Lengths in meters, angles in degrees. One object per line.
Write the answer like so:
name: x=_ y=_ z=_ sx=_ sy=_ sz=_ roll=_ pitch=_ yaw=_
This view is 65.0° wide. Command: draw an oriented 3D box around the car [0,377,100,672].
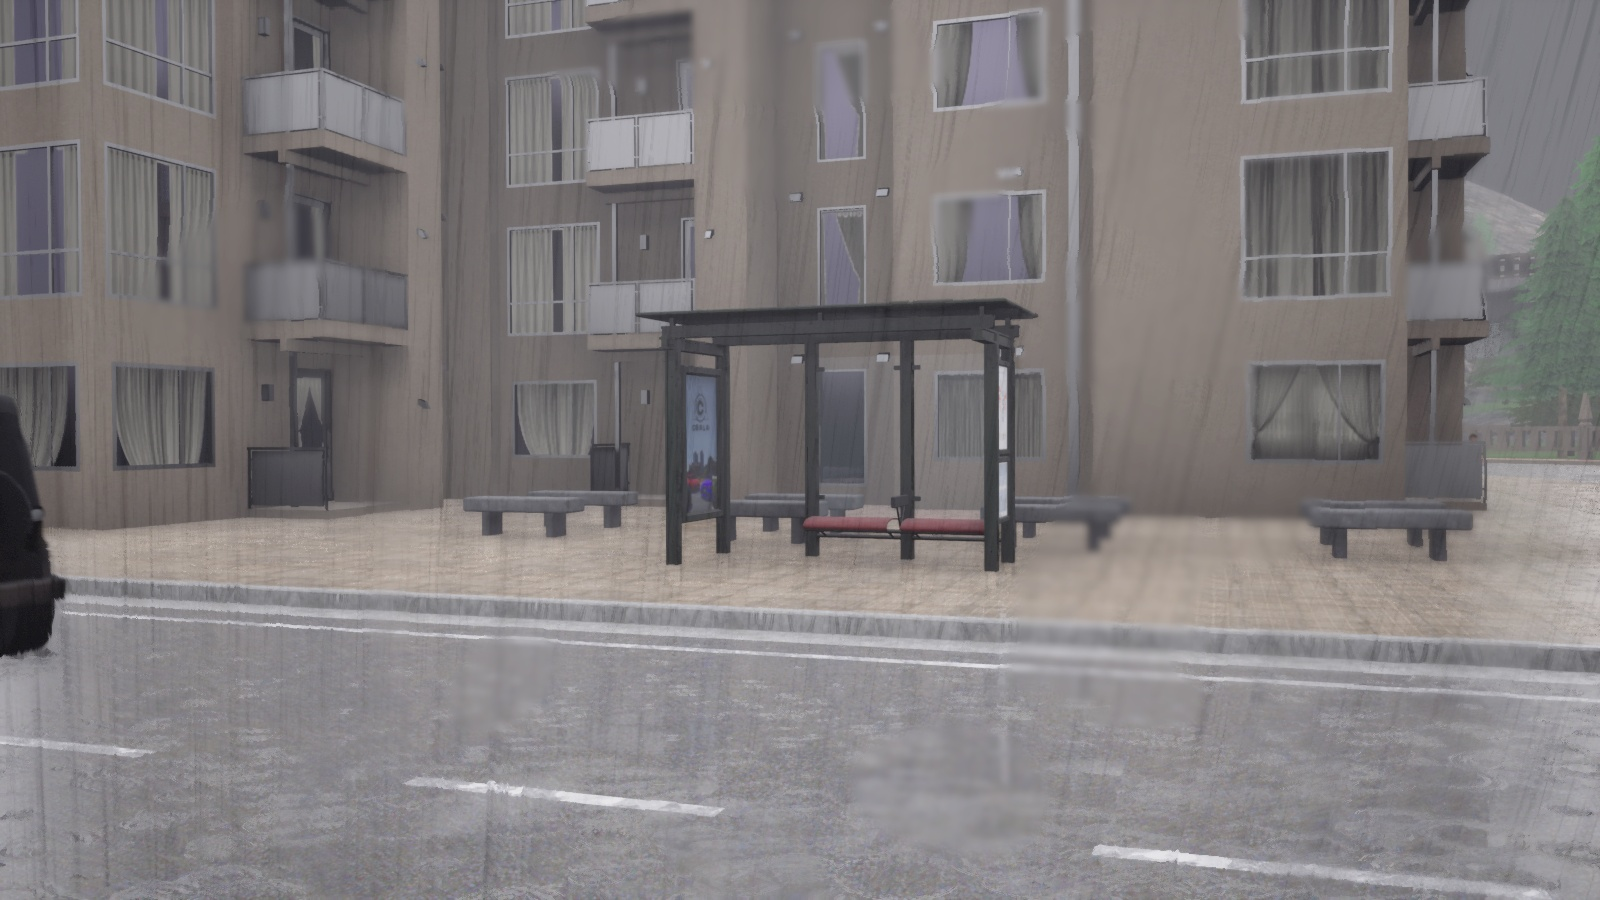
car: x=-6.898 y=0.456 z=8.755 sx=3.866 sy=1.878 sz=1.905 roll=1 pitch=1 yaw=32

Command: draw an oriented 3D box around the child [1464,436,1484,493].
child: x=15.101 y=0.311 z=28.140 sx=0.270 sy=1.263 sz=0.437 roll=0 pitch=1 yaw=14
